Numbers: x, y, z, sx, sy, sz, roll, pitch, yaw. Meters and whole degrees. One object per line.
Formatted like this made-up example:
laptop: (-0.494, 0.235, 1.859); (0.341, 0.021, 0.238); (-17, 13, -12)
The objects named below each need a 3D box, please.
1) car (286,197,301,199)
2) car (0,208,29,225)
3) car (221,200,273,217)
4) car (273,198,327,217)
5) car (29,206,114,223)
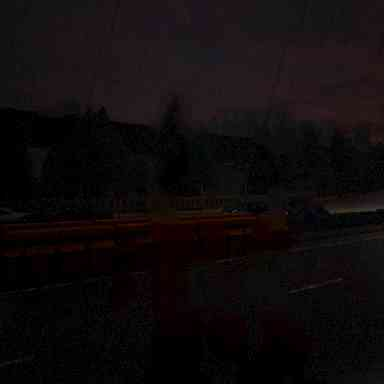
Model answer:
car: (9.504, 1.199, 31.485); (4.181, 1.385, 1.994); (-2, 1, -34)
car: (-8.329, 1.491, 10.943); (4.902, 1.511, 2.128); (0, 0, -36)
car: (4.709, 1.481, 28.319); (4.892, 1.490, 1.837); (-1, 0, -34)
car: (8.973, 1.490, 26.918); (4.181, 1.385, 1.994); (-1, 1, -34)
car: (-6.306, 1.491, 16.619); (4.902, 1.511, 2.128); (0, 0, -34)
